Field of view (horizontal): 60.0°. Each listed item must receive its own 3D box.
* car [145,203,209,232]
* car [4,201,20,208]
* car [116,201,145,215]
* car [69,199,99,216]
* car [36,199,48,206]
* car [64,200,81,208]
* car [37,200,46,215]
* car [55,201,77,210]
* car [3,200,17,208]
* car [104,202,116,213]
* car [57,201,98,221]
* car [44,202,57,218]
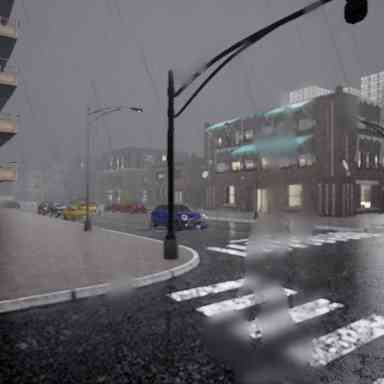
[{"bbox_3d":[-0.904,1.541,21.803,2.097,1.767,4.553,0,-1,-36],"label":"car"},{"bbox_3d":[-33.908,2.369,63.351,1.887,1.381,4.507,-1,0,-36],"label":"car"},{"bbox_3d":[-7.213,1.865,40.549,1.967,1.590,4.097,-1,0,-36],"label":"car"},{"bbox_3d":[-11.982,1.893,37.260,1.882,1.535,5.008,0,-1,-36],"label":"car"},{"bbox_3d":[-37.108,2.576,82.190,1.752,1.417,4.829,-1,0,-36],"label":"car"},{"bbox_3d":[-22.721,2.281,62.936,1.812,1.442,4.674,0,-1,-36],"label":"car"},{"bbox_3d":[-17.352,1.919,40.296,1.967,1.590,4.097,-1,0,-36],"label":"car"},{"bbox_3d":[-20.893,2.206,54.986,2.033,1.411,5.357,0,-1,-36],"label":"car"},{"bbox_3d":[-37.217,2.445,67.964,2.008,1.369,4.403,-1,0,-36],"label":"car"},{"bbox_3d":[-10.537,2.075,45.148,1.802,1.307,4.206,-1,0,-36],"label":"car"},{"bbox_3d":[-10.707,1.865,30.880,1.752,1.417,4.829,-1,0,-36],"label":"car"},{"bbox_3d":[-14.071,1.961,35.662,2.008,1.369,4.403,-1,0,-36],"label":"car"}]
